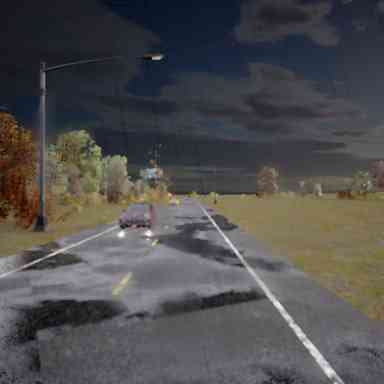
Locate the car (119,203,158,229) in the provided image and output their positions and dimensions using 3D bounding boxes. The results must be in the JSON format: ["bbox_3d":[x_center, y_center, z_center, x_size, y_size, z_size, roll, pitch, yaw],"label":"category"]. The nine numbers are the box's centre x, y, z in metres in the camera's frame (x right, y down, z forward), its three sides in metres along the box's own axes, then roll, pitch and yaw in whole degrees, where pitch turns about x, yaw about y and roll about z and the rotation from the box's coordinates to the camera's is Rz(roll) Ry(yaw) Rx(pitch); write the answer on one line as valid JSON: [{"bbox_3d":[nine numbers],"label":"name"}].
[{"bbox_3d":[-3.604,1.545,23.015,2.097,1.767,4.553,0,0,0],"label":"car"}]

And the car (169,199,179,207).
[{"bbox_3d":[-3.524,2.021,65.305,1.882,1.535,5.008,0,0,0],"label":"car"}]
